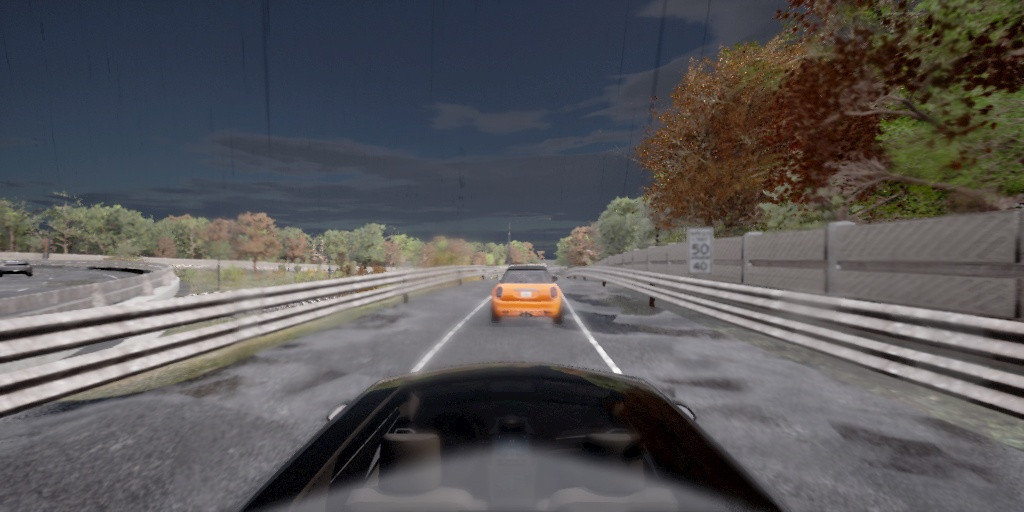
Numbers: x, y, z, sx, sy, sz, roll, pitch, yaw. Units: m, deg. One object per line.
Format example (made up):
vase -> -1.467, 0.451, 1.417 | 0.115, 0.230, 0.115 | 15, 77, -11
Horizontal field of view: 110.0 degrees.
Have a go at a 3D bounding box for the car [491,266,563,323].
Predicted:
car -> 0.536, 1.101, 12.293 | 2.097, 1.767, 4.553 | 0, 0, 3

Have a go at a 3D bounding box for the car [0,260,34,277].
car -> -46.300, 1.122, 33.402 | 4.902, 1.511, 2.128 | 0, 0, 34
